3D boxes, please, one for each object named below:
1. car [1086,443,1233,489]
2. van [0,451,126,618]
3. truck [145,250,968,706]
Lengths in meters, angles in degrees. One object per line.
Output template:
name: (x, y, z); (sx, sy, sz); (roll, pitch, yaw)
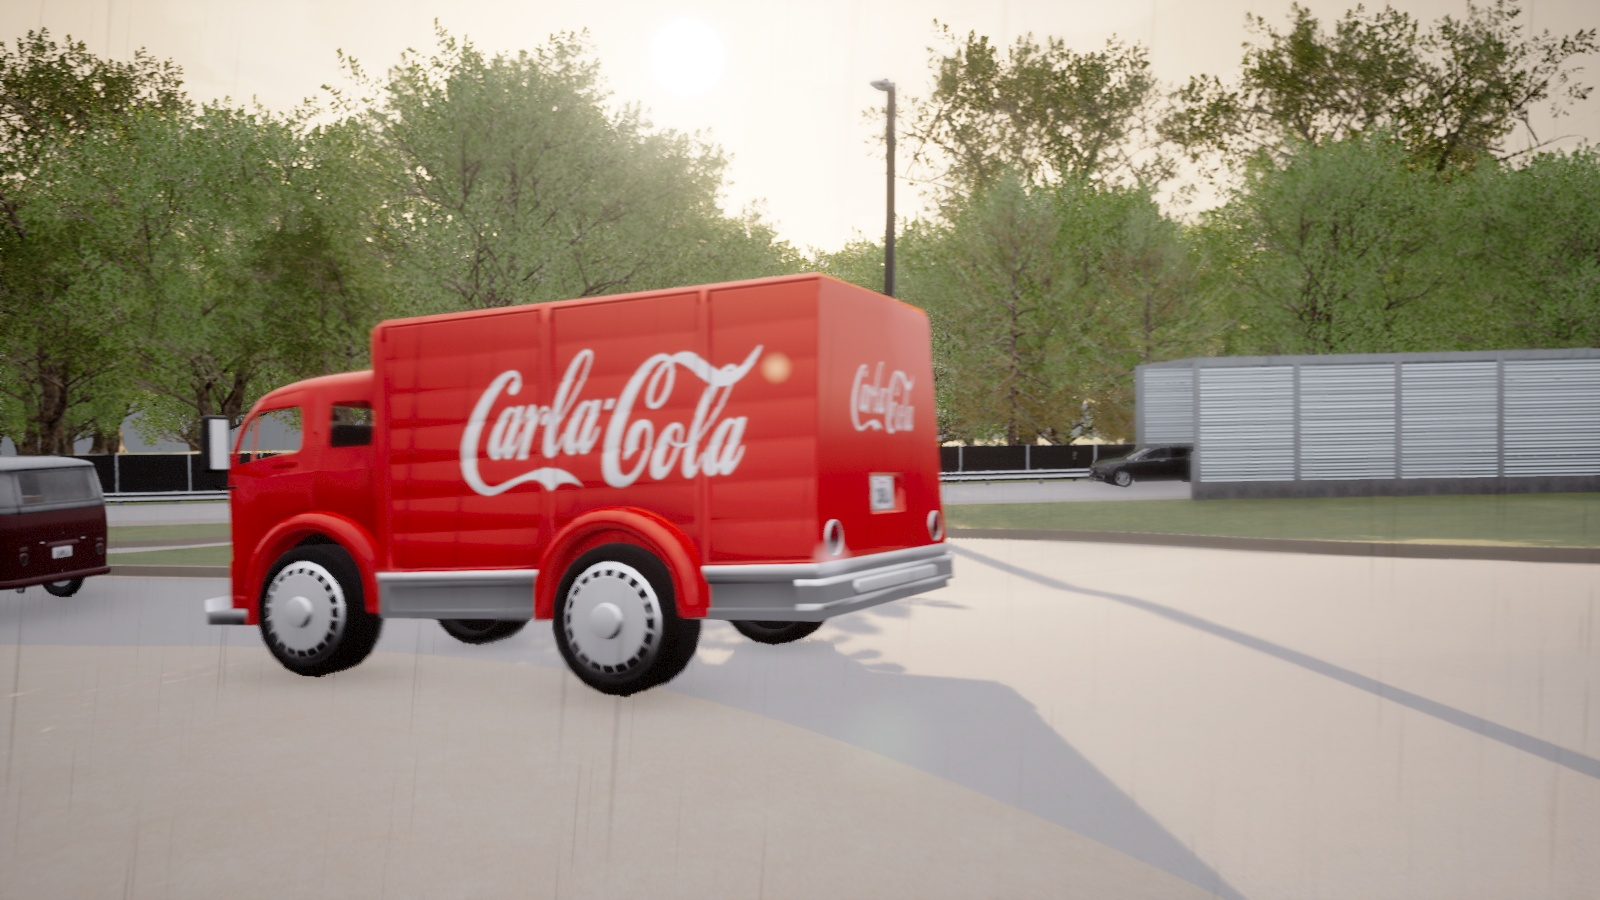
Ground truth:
car: (13.162, 0.570, 46.174); (4.892, 1.490, 1.837); (-1, 2, 0)
van: (-11.599, 1.045, 16.837); (4.442, 1.987, 1.775); (0, 2, 15)
truck: (-1.740, 0.301, 9.067); (5.204, 2.467, 2.627); (-3, -2, 25)
